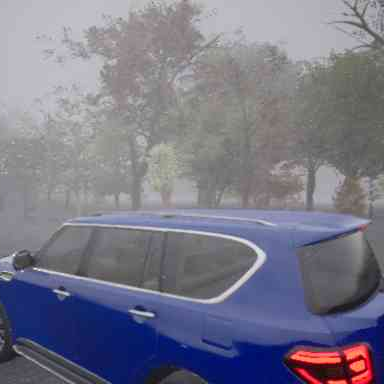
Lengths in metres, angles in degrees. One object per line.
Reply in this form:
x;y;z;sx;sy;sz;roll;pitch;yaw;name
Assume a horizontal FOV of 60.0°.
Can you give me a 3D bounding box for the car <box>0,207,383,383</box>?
-0.585;1.215;4.104;5.566;2.045;2.150;-1;0;38;car
